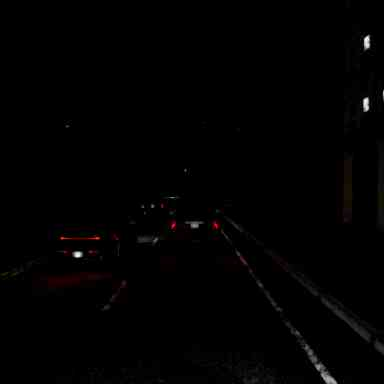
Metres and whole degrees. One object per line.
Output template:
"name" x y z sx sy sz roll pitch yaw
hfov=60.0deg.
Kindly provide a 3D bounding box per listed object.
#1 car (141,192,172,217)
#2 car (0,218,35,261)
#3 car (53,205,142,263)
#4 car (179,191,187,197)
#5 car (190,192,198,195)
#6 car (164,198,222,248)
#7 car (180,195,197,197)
"car" -3.145 1.165 28.602 2.097 1.767 4.553 0 1 0
"car" -6.595 1.500 10.146 1.994 1.385 4.181 0 0 0
"car" -3.152 1.433 11.604 1.837 1.490 4.892 0 1 0
"car" -2.689 0.632 94.444 2.097 1.767 4.553 0 0 1
"car" 0.555 0.771 94.036 1.837 1.490 4.892 0 0 1
"car" 0.101 1.261 14.498 2.097 1.767 4.553 0 0 0
"car" 0.106 1.281 29.821 1.882 1.535 5.008 0 0 0
